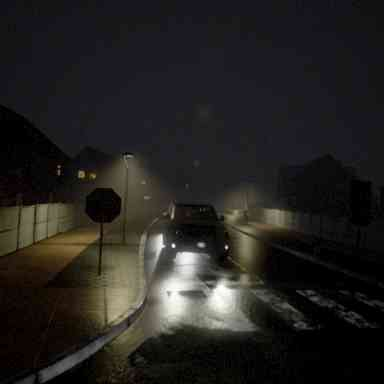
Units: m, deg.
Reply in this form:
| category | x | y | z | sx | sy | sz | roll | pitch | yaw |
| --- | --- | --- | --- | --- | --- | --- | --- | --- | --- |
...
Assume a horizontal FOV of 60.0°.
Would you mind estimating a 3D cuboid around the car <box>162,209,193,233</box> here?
| category | x | y | z | sx | sy | sz | roll | pitch | yaw |
| --- | --- | --- | --- | --- | --- | --- | --- | --- | --- |
| car | -1.084 | 2.005 | 23.924 | 1.895 | 1.301 | 4.718 | 3 | -1 | -3 |

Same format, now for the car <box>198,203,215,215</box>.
| category | x | y | z | sx | sy | sz | roll | pitch | yaw |
| --- | --- | --- | --- | --- | --- | --- | --- | --- | --- |
| car | 2.244 | 2.537 | 50.069 | 2.033 | 1.411 | 5.357 | 3 | -1 | 6 |

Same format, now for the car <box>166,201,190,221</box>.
| category | x | y | z | sx | sy | sz | roll | pitch | yaw |
| --- | --- | --- | --- | --- | --- | --- | --- | --- | --- |
| car | -1.408 | 1.951 | 35.047 | 2.097 | 1.767 | 4.553 | 3 | -1 | 1 |

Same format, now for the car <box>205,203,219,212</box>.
| category | x | y | z | sx | sy | sz | roll | pitch | yaw |
| --- | --- | --- | --- | --- | --- | --- | --- | --- | --- |
| car | 3.671 | 2.728 | 60.538 | 2.033 | 1.411 | 5.357 | 3 | -1 | 9 |

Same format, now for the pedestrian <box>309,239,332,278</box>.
| category | x | y | z | sx | sy | sz | roll | pitch | yaw |
| --- | --- | --- | --- | --- | --- | --- | --- | --- | --- |
| pedestrian | 3.793 | 1.626 | 9.901 | 0.375 | 1.860 | 0.375 | 2 | -1 | -9 |

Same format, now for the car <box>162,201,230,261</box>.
| category | x | y | z | sx | sy | sz | roll | pitch | yaw |
| --- | --- | --- | --- | --- | --- | --- | --- | --- | --- |
| car | -0.032 | 1.451 | 13.760 | 2.150 | 2.045 | 5.566 | 3 | -1 | -7 |
